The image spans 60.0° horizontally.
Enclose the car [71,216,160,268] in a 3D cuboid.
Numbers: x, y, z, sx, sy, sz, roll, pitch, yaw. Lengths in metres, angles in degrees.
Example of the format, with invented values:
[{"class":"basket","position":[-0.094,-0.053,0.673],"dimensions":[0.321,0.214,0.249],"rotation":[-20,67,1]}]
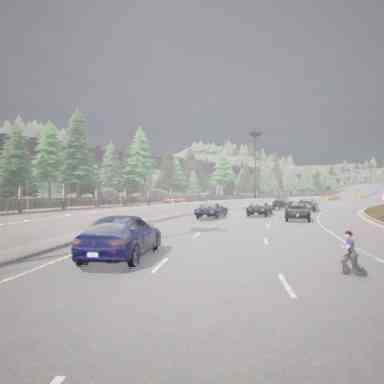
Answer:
[{"class":"car","position":[-2.371,1.526,11.251],"dimensions":[1.812,1.442,4.674],"rotation":[0,0,7]}]

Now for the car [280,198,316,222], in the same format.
[{"class":"car","position":[8.482,1.492,26.567],"dimensions":[2.128,1.511,4.902],"rotation":[0,0,18]}]

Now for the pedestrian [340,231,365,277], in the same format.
[{"class":"pedestrian","position":[4.220,1.574,8.776],"dimensions":[0.375,1.300,0.375],"rotation":[0,0,7]}]

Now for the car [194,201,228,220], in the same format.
[{"class":"car","position":[1.780,1.601,28.722],"dimensions":[1.895,1.301,4.718],"rotation":[0,0,19]}]

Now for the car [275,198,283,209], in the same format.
[{"class":"car","position":[11.561,1.505,42.323],"dimensions":[1.837,1.490,4.892],"rotation":[0,0,29]}]

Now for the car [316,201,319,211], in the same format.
[{"class":"car","position":[13.422,1.491,38.186],"dimensions":[2.128,1.511,4.902],"rotation":[0,0,27]}]

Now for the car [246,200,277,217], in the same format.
[{"class":"car","position":[6.453,1.601,31.313],"dimensions":[1.895,1.301,4.718],"rotation":[0,0,21]}]
